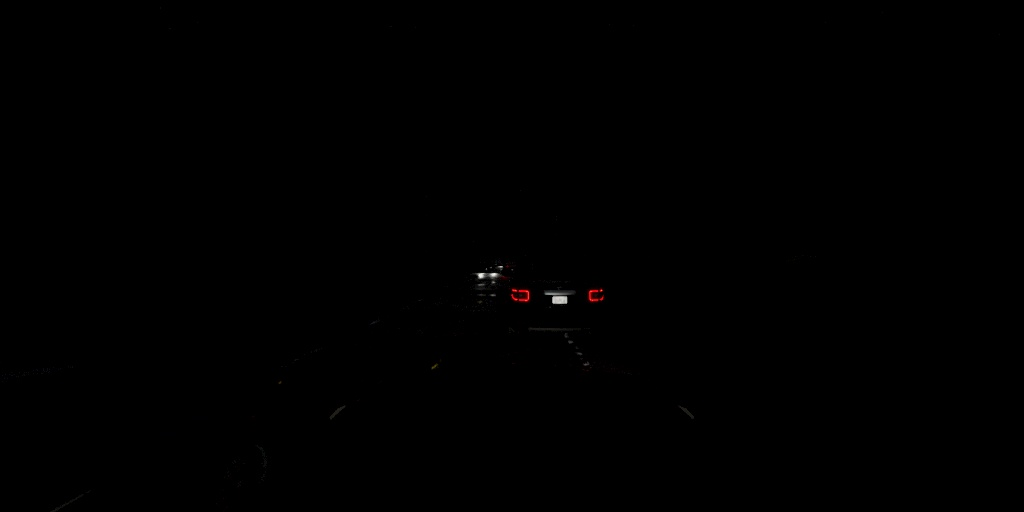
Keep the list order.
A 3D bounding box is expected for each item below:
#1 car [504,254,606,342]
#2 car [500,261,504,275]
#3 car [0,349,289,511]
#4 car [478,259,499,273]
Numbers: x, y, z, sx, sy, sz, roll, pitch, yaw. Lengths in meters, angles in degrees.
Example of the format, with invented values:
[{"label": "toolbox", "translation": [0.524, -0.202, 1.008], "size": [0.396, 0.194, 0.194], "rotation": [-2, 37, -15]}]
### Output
[{"label": "car", "translation": [0.955, 0.975, 9.873], "size": [2.150, 2.045, 5.566], "rotation": [0, 0, 0]}, {"label": "car", "translation": [0.029, 1.223, 38.261], "size": [1.882, 1.535, 5.008], "rotation": [0, 0, 0]}, {"label": "car", "translation": [-2.847, 1.275, 1.317], "size": [1.812, 1.442, 4.674], "rotation": [0, 0, 0]}, {"label": "car", "translation": [-2.900, 1.248, 42.864], "size": [1.837, 1.490, 4.892], "rotation": [0, 0, 0]}]
